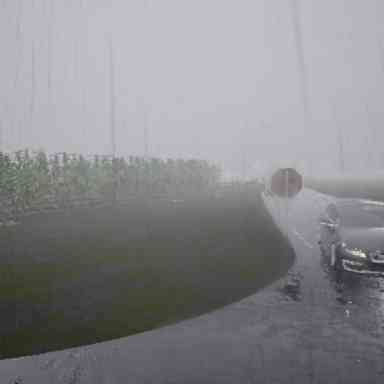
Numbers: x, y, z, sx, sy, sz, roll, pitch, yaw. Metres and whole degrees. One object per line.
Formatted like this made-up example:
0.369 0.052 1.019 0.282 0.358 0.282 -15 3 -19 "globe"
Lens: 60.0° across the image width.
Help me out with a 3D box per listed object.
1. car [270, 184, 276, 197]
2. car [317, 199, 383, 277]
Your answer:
8.820 -0.390 33.247 1.882 1.535 5.008 0 3 11 "car"
4.406 0.999 8.639 1.837 1.490 4.892 1 4 15 "car"
